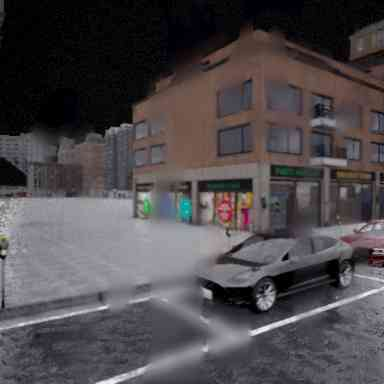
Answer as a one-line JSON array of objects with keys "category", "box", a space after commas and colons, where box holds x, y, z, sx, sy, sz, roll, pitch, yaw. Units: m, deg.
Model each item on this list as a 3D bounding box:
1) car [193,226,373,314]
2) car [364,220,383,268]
[{"category": "car", "box": [2.053, 1.588, 7.675, 4.313, 1.339, 1.947, 0, 0, -35]}, {"category": "car", "box": [6.456, 1.587, 10.813, 4.507, 1.381, 1.887, 0, 0, -35]}]
